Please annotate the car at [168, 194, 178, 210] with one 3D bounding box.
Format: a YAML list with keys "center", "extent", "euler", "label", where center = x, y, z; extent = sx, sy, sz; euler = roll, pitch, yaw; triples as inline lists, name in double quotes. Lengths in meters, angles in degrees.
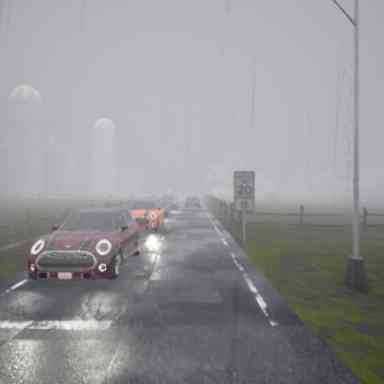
- center: [-2.731, 1.098, 38.746]
  extent: [2.097, 1.767, 4.553]
  euler: [0, 0, 0]
  label: "car"

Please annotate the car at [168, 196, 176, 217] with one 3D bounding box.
- center: [-2.783, 1.356, 28.914]
  extent: [2.033, 1.411, 5.357]
  euler: [0, 0, 0]
  label: "car"

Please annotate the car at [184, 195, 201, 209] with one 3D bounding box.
- center: [0.083, 1.222, 41.120]
  extent: [2.128, 1.511, 4.902]
  euler: [0, 0, 0]
  label: "car"

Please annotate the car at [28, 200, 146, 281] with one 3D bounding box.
- center: [-2.843, 1.288, 9.767]
  extent: [2.097, 1.767, 4.553]
  euler: [0, 0, 1]
  label: "car"

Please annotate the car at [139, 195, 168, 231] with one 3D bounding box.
- center: [-2.799, 1.224, 19.343]
  extent: [2.097, 1.767, 4.553]
  euler: [0, 0, 0]
  label: "car"

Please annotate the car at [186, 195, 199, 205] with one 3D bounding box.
- center: [0.105, 1.171, 51.542]
  extent: [1.837, 1.490, 4.892]
  euler: [0, 0, 0]
  label: "car"
